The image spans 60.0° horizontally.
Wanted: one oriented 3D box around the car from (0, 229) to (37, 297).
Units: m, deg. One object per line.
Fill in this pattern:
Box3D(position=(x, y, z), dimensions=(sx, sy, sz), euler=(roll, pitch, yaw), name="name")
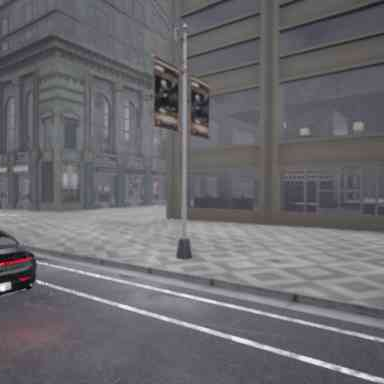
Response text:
Box3D(position=(-5.463, 1.504, 7.573), dimensions=(4.892, 1.490, 1.837), euler=(0, 0, 36), name="car")
